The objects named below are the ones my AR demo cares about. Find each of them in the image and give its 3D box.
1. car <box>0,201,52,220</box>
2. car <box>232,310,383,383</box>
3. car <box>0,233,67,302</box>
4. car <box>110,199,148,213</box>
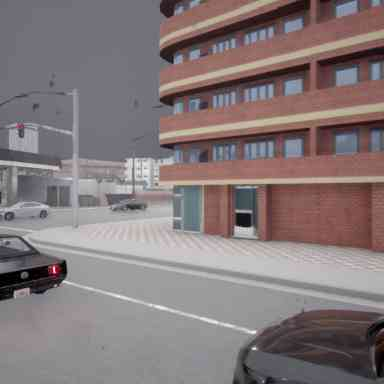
[{"bbox_3d":[-14.193,1.523,27.981,1.812,1.442,4.674,0,0,34],"label":"car"},{"bbox_3d":[2.600,1.514,2.141,4.892,1.490,1.837,0,0,35],"label":"car"},{"bbox_3d":[-4.982,1.599,7.530,4.718,1.301,1.895,0,0,36],"label":"car"},{"bbox_3d":[-7.181,1.516,38.223,2.128,1.511,4.902,0,0,35],"label":"car"}]
